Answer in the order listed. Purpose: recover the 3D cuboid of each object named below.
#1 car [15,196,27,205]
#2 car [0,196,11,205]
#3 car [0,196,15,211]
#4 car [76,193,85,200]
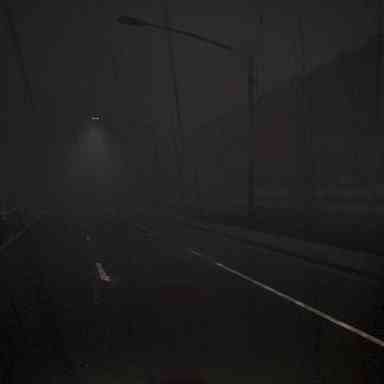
[{"bbox_3d":[-29.149,1.482,56.326,2.128,1.511,4.902,0,0,-20],"label":"car"},{"bbox_3d":[-34.307,1.486,60.379,1.812,1.442,4.674,0,0,-20],"label":"car"},{"bbox_3d":[-23.604,1.505,41.067,1.837,1.490,4.892,0,0,-20],"label":"car"},{"bbox_3d":[-27.525,1.219,82.558,1.812,1.442,4.674,0,1,-20],"label":"car"}]
